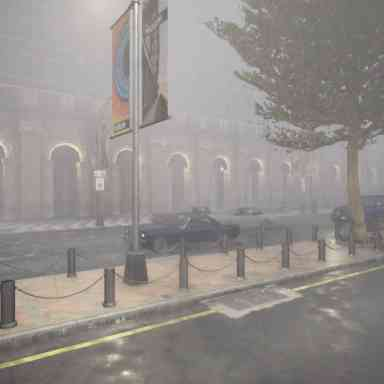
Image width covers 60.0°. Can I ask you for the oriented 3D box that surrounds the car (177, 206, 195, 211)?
[{"bbox_3d":[-0.236,1.595,21.669,4.718,1.301,1.895,0,0,-35],"label":"car"}]

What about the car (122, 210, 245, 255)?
[{"bbox_3d":[-0.364,1.601,13.477,4.718,1.301,1.895,0,0,-35],"label":"car"}]

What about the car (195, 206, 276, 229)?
[{"bbox_3d":[2.780,1.601,19.906,4.718,1.301,1.895,0,0,-35],"label":"car"}]

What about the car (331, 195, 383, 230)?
[{"bbox_3d":[11.427,1.221,21.673,5.566,2.045,2.150,0,0,-35],"label":"car"}]
